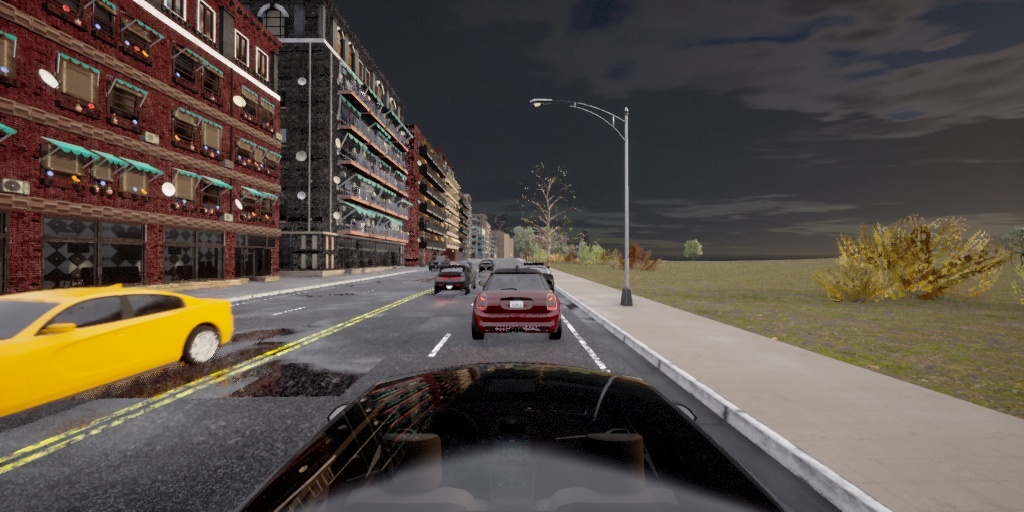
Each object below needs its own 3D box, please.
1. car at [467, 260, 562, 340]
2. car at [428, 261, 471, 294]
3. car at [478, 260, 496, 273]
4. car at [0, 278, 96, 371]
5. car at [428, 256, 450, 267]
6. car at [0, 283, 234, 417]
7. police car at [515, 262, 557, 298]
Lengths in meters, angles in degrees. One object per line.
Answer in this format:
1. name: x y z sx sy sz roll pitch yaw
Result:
1. car: 0.113 1.103 10.154 2.097 1.767 4.553 0 0 0
2. car: -3.112 1.258 20.234 1.837 1.490 4.892 0 0 0
3. car: -3.058 1.254 44.549 1.837 1.490 4.892 0 -1 0
4. car: -9.844 1.228 5.163 1.882 1.535 5.008 0 0 0
5. car: -9.750 0.972 48.551 2.150 2.045 5.566 0 0 0
6. car: -6.594 1.228 5.169 1.882 1.535 5.008 0 0 0
7. police car: 1.174 1.177 19.649 1.930 1.638 5.238 0 0 0
